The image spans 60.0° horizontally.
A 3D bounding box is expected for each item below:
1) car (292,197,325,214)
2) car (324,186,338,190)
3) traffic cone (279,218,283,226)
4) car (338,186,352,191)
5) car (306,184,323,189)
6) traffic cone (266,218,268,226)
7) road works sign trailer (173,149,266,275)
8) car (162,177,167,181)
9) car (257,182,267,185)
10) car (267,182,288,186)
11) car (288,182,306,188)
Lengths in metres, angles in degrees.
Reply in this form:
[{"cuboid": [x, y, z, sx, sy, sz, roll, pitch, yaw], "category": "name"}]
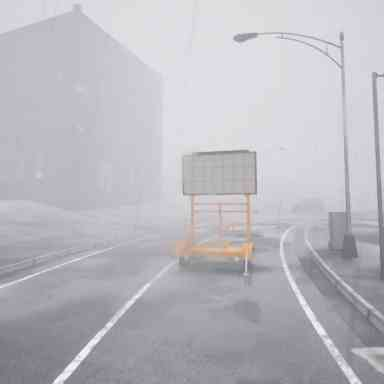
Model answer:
[{"cuboid": [14.915, 1.740, 42.512, 5.566, 2.045, 2.150, 1, -4, -44], "category": "car"}, {"cuboid": [32.788, -0.835, 81.672, 4.674, 1.452, 2.002, 3, -5, -30], "category": "car"}, {"cuboid": [6.103, 2.049, 22.734, 0.340, 0.580, 0.340, -2, -1, 17], "category": "traffic cone"}, {"cuboid": [37.441, -0.647, 84.448, 4.892, 1.521, 2.231, 3, -5, -31], "category": "car"}, {"cuboid": [27.991, -1.067, 78.951, 4.792, 1.488, 2.163, 2, -5, -28], "category": "car"}, {"cuboid": [5.148, 2.080, 23.019, 0.340, 0.580, 0.340, -2, -1, 17], "category": "traffic cone"}, {"cuboid": [0.920, 0.493, 10.681, 2.380, 3.560, 2.880, -1, 0, 18], "category": "road works sign trailer"}, {"cuboid": [-7.062, -2.466, 62.396, 4.553, 1.767, 2.185, 2, -5, -24], "category": "car"}, {"cuboid": [13.059, -1.679, 71.281, 4.674, 1.452, 2.002, 2, -5, -25], "category": "car"}, {"cuboid": [18.047, -1.522, 73.707, 5.008, 1.535, 2.097, 2, -5, -26], "category": "car"}, {"cuboid": [22.960, -1.443, 76.234, 4.553, 1.767, 2.185, 2, -5, -27], "category": "car"}]
